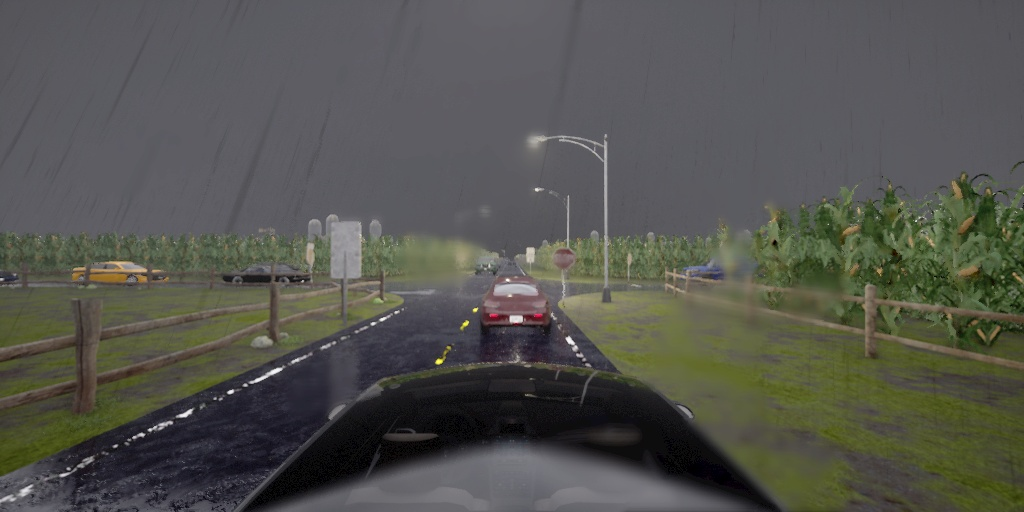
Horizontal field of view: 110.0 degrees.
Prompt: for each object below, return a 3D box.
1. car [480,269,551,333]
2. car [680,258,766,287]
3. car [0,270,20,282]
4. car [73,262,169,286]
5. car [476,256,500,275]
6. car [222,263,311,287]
[{"bbox_3d":[0.096,1.298,10.660,1.812,1.442,4.674,0,0,0],"label":"car"},{"bbox_3d":[15.121,1.152,25.787,5.566,2.045,2.150,0,-1,1],"label":"car"},{"bbox_3d":[-35.783,1.145,23.337,5.357,1.411,2.033,0,-1,1],"label":"car"},{"bbox_3d":[-25.211,1.129,23.229,5.008,1.535,1.882,0,-1,1],"label":"car"},{"bbox_3d":[-2.856,1.058,41.073,2.150,2.045,5.566,0,0,0],"label":"car"},{"bbox_3d":[-15.693,1.304,23.137,4.718,1.301,1.895,0,-1,1],"label":"car"}]
